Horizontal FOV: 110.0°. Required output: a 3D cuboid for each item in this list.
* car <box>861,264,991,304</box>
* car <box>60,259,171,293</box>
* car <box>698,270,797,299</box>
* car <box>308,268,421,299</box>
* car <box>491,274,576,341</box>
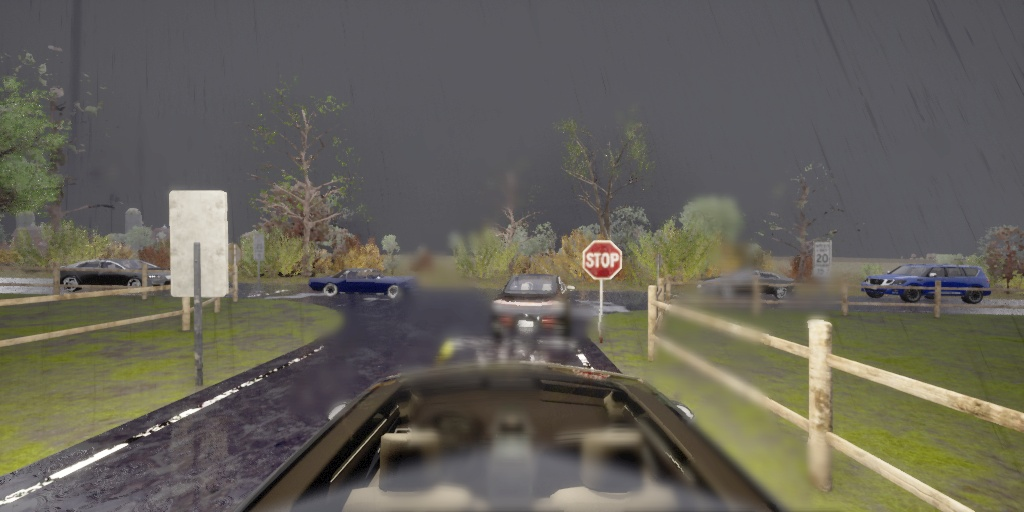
[{"bbox_3d":[22.903,1.466,19.937,5.566,2.045,2.150,1,1,0],"label":"car"},{"bbox_3d":[-18.487,0.885,17.044,4.902,1.511,2.128,1,1,0],"label":"car"},{"bbox_3d":[13.007,1.525,19.950,4.902,1.511,2.128,1,1,0],"label":"car"},{"bbox_3d":[-6.819,1.248,17.026,4.718,1.301,1.895,1,1,0],"label":"car"},{"bbox_3d":[0.708,1.240,9.993,2.128,1.511,4.902,0,0,9],"label":"car"}]
